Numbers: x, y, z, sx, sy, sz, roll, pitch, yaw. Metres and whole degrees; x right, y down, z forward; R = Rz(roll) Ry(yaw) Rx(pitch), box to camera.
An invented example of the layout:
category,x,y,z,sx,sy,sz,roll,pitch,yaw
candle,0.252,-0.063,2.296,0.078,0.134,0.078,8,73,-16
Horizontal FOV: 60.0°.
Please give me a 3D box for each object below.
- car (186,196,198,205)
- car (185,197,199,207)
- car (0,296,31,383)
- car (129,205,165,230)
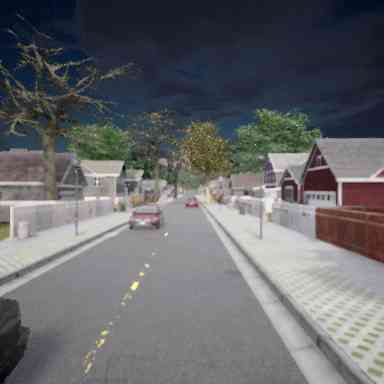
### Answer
category,x,y,z,sx,sy,sz,roll,pitch,yaw
car,-0.005,1.564,61.062,2.128,1.511,4.902,0,0,0
car,-0.004,1.625,51.060,1.994,1.385,4.181,0,0,0
car,-2.826,1.549,1.580,2.033,1.411,5.357,0,0,0
car,-2.812,1.549,21.409,1.812,1.442,4.674,0,0,0
